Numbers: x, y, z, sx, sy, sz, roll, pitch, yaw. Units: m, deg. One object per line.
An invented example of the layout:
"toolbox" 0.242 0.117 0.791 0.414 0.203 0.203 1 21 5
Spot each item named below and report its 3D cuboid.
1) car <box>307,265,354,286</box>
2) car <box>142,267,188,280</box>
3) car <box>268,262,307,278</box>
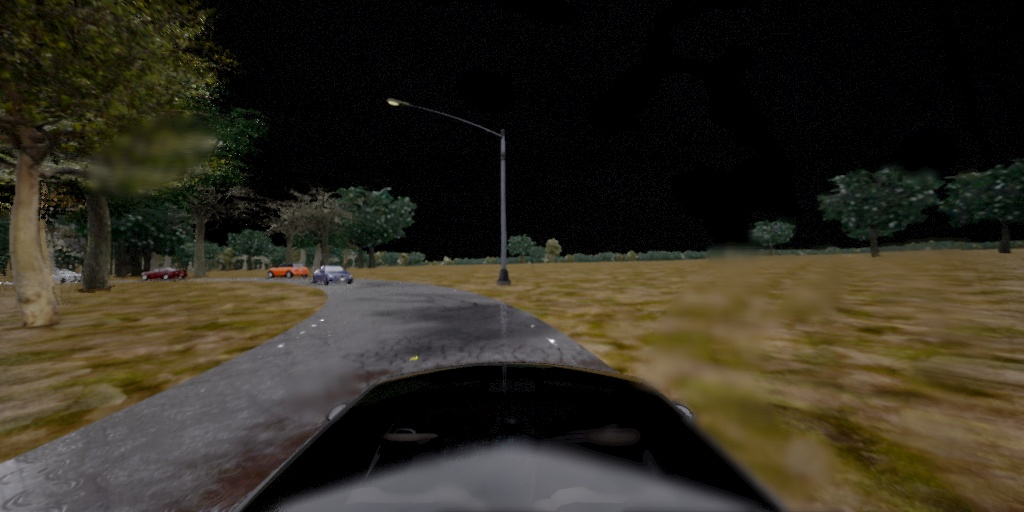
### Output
"car" -13.619 1.424 27.125 1.812 1.442 4.674 0 -1 -44
"car" -42.169 2.125 43.526 5.008 1.535 1.882 -2 -1 9
"car" -25.334 1.567 40.525 4.553 1.767 2.097 -1 -1 23
